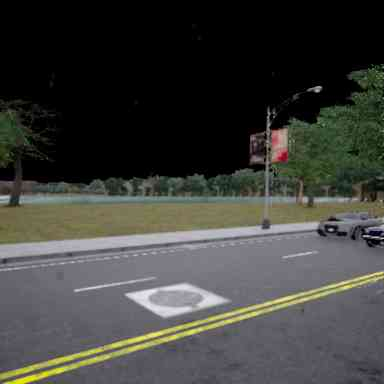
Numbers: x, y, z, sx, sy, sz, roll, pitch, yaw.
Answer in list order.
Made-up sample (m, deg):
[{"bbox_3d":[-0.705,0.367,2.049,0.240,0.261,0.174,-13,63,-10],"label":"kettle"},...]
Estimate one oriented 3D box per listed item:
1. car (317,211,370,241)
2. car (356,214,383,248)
[{"bbox_3d":[8.565,1.719,17.772,4.181,1.385,1.994,1,0,-35],"label":"car"},{"bbox_3d":[9.368,1.743,14.353,4.718,1.301,1.895,1,0,-35],"label":"car"}]
